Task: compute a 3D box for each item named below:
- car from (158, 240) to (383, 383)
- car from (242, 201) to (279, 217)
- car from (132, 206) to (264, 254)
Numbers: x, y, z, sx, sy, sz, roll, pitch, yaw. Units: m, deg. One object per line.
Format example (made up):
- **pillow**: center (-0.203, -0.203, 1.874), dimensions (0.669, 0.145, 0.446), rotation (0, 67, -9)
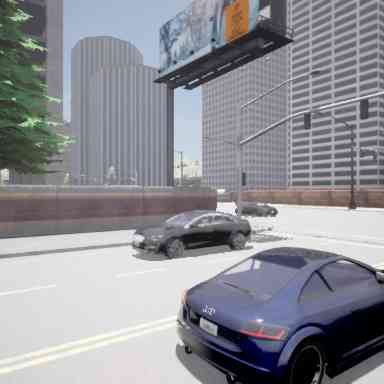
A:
- **car**: center (1.837, 1.564, 5.099), dimensions (4.181, 1.385, 1.994), rotation (0, 0, -35)
- **car**: center (6.011, 1.564, 30.991), dimensions (1.994, 1.385, 4.181), rotation (0, 0, -33)
- **car**: center (0.141, 1.491, 12.629), dimensions (4.902, 1.511, 2.128), rotation (0, 0, -35)
